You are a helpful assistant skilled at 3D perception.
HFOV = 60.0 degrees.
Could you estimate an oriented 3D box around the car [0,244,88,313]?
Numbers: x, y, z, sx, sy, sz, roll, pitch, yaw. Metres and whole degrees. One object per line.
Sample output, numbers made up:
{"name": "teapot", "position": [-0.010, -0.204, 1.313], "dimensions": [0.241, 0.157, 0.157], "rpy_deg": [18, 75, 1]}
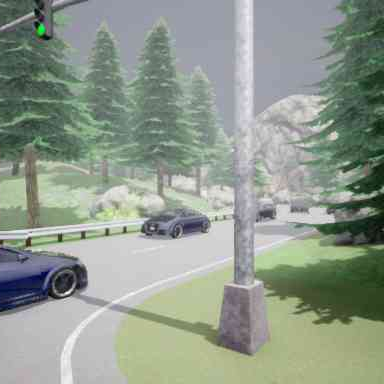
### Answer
{"name": "car", "position": [-4.182, 1.628, 6.521], "dimensions": [1.994, 1.385, 4.181], "rpy_deg": [0, -1, 35]}

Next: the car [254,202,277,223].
{"name": "car", "position": [5.033, 1.506, 25.884], "dimensions": [2.128, 1.511, 4.902], "rpy_deg": [0, 0, 35]}

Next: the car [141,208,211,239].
{"name": "car", "position": [-0.760, 1.578, 17.647], "dimensions": [1.994, 1.385, 4.181], "rpy_deg": [0, 0, 35]}
